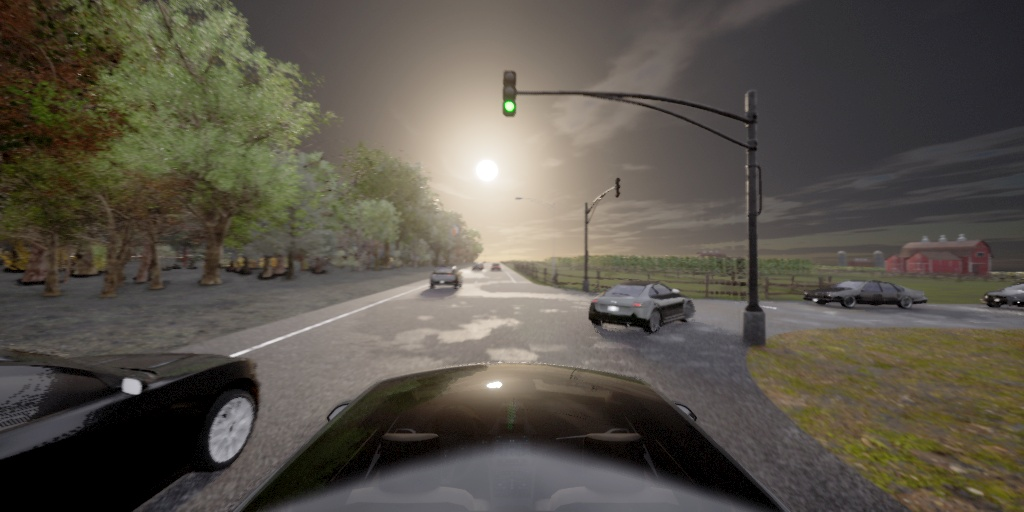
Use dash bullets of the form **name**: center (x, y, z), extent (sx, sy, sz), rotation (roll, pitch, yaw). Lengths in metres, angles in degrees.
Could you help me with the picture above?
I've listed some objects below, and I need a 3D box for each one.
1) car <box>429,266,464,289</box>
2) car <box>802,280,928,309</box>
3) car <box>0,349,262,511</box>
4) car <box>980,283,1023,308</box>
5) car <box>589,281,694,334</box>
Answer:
- **car**: center (-4.535, 1.476, 25.183), extent (2.128, 1.511, 4.902), rotation (1, -1, -3)
- **car**: center (18.614, 1.990, 18.990), extent (5.357, 1.411, 2.033), rotation (1, -2, -2)
- **car**: center (-3.484, 1.187, 1.739), extent (1.882, 1.535, 5.008), rotation (1, -1, -3)
- **car**: center (28.492, 2.176, 19.387), extent (4.892, 1.490, 1.837), rotation (1, -2, -3)
- **car**: center (4.252, 1.489, 11.545), extent (1.994, 1.385, 4.181), rotation (-1, -2, 44)
